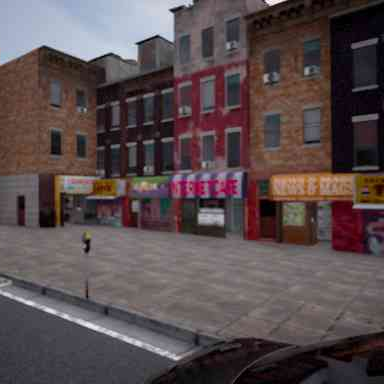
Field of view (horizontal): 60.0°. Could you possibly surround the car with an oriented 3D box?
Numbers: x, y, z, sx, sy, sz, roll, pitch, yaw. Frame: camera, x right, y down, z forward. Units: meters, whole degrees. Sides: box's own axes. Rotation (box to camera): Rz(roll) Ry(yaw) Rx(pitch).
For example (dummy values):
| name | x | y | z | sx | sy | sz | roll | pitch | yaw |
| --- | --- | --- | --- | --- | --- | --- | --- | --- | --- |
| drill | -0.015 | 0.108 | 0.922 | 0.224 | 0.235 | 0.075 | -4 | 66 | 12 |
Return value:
| name | x | y | z | sx | sy | sz | roll | pitch | yaw |
| --- | --- | --- | --- | --- | --- | --- | --- | --- | --- |
| car | 1.429 | 1.567 | 1.804 | 4.313 | 1.339 | 1.947 | 0 | -1 | 36 |
